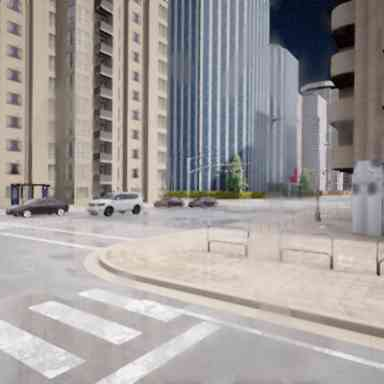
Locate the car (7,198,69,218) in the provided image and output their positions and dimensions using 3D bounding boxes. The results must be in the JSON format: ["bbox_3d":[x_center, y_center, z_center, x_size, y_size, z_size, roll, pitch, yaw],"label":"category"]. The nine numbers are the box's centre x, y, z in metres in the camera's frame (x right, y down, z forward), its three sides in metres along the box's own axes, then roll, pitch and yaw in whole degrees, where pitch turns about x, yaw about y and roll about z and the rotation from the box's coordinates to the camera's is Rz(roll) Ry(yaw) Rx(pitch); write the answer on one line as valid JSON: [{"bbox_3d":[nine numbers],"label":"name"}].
[{"bbox_3d":[-12.596,1.278,27.442,1.837,1.490,4.892,1,1,36],"label":"car"}]

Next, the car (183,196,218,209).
[{"bbox_3d":[1.414,1.317,41.380,1.837,1.490,4.892,1,0,35],"label":"car"}]

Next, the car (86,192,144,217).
[{"bbox_3d":[-6.735,1.034,29.699,2.150,2.045,5.566,1,0,35],"label":"car"}]

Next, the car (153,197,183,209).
[{"bbox_3d":[-2.807,1.299,41.457,1.812,1.442,4.674,1,0,35],"label":"car"}]
